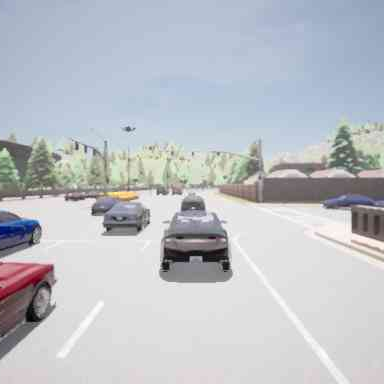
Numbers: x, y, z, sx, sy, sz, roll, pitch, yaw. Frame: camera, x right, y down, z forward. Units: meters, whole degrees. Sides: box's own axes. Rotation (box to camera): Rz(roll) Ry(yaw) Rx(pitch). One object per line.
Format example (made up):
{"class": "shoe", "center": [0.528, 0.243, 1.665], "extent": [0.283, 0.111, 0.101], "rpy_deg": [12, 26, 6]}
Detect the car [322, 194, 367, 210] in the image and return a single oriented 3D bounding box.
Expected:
{"class": "car", "center": [15.195, 0.956, 32.403], "extent": [4.674, 1.442, 1.812], "rpy_deg": [0, 1, 2]}

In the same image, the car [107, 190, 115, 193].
{"class": "car", "center": [-17.524, 0.245, 70.471], "extent": [1.812, 1.442, 4.674], "rpy_deg": [0, 1, 0]}

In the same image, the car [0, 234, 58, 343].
{"class": "car", "center": [-3.403, 1.550, 4.026], "extent": [1.895, 1.301, 4.718], "rpy_deg": [0, 1, 0]}

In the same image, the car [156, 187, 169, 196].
{"class": "car", "center": [-7.026, -0.196, 77.346], "extent": [2.150, 2.045, 5.566], "rpy_deg": [0, 1, 0]}

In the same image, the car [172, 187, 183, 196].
{"class": "car", "center": [-3.526, -0.196, 77.347], "extent": [2.150, 2.045, 5.566], "rpy_deg": [0, 1, 0]}

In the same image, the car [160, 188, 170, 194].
{"class": "car", "center": [-7.030, -0.186, 87.738], "extent": [2.128, 1.511, 4.902], "rpy_deg": [0, 1, 0]}

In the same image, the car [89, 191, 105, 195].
{"class": "car", "center": [-17.520, 0.461, 60.149], "extent": [2.033, 1.411, 5.357], "rpy_deg": [0, 1, 0]}

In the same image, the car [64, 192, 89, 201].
{"class": "car", "center": [-17.581, 0.700, 50.186], "extent": [1.895, 1.301, 4.718], "rpy_deg": [0, 1, 0]}

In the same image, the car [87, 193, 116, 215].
{"class": "car", "center": [-6.909, 1.082, 27.647], "extent": [1.994, 1.385, 4.181], "rpy_deg": [0, 1, 0]}

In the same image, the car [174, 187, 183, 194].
{"class": "car", "center": [-3.529, -0.355, 87.706], "extent": [2.097, 1.767, 4.553], "rpy_deg": [0, 1, 0]}

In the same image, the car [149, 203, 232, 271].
{"class": "car", "center": [0.097, 1.333, 10.312], "extent": [2.128, 1.511, 4.902], "rpy_deg": [0, 1, 0]}

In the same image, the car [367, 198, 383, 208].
{"class": "car", "center": [18.214, 1.023, 28.790], "extent": [4.674, 1.442, 1.812], "rpy_deg": [0, 1, 2]}

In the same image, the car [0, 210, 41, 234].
{"class": "car", "center": [-6.903, 1.300, 11.177], "extent": [1.882, 1.535, 5.008], "rpy_deg": [0, 1, 0]}

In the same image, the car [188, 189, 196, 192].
{"class": "car", "center": [-0.027, 0.069, 79.995], "extent": [1.812, 1.442, 4.674], "rpy_deg": [0, 1, 0]}

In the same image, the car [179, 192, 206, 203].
{"class": "car", "center": [0.091, 1.003, 27.281], "extent": [1.882, 1.535, 5.008], "rpy_deg": [0, 1, 0]}

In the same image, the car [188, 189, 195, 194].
{"class": "car", "center": [-0.030, -0.113, 89.743], "extent": [1.812, 1.442, 4.674], "rpy_deg": [0, 1, 1]}

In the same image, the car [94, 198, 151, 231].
{"class": "car", "center": [-3.405, 1.243, 18.145], "extent": [2.033, 1.411, 5.357], "rpy_deg": [0, 1, 0]}
